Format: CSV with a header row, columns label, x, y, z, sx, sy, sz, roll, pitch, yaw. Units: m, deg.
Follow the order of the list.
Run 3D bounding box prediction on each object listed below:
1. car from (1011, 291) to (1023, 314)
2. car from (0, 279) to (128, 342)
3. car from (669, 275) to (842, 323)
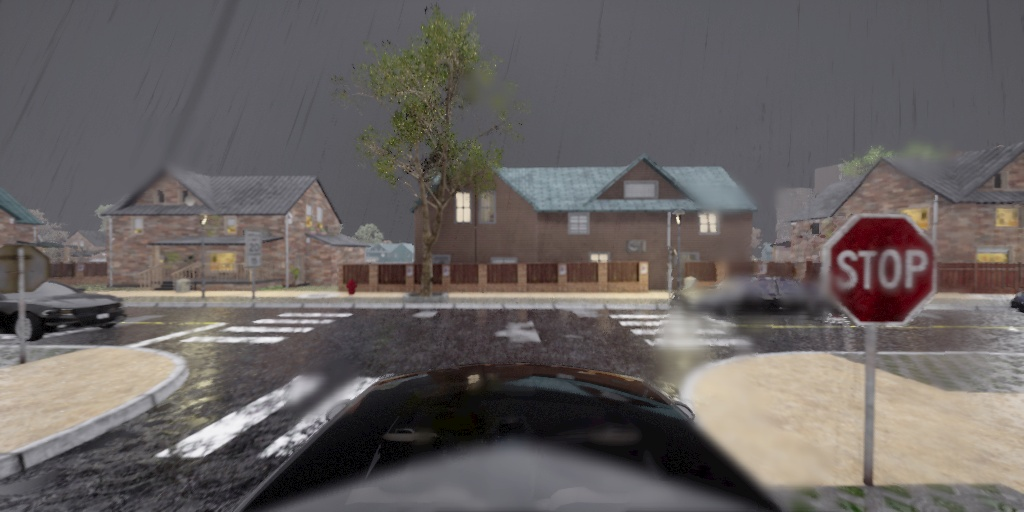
label,x,y,z,sx,sy,sz,roll,pitch,yaw
car,19.629,1.401,11.872,4.181,1.385,1.994,0,1,1
car,-13.446,1.336,9.724,5.008,1.535,1.882,0,1,3
car,8.319,1.380,12.112,5.357,1.411,2.033,0,1,2
